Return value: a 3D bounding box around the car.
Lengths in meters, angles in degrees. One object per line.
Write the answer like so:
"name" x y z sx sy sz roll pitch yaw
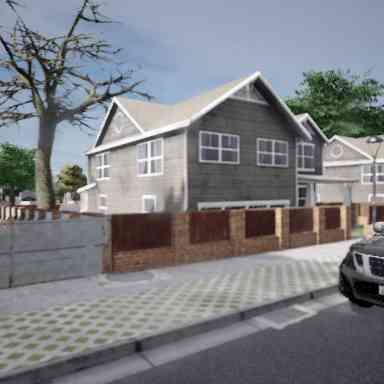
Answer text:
"car" 5.383 1.240 6.876 5.566 2.045 2.150 0 0 -35
